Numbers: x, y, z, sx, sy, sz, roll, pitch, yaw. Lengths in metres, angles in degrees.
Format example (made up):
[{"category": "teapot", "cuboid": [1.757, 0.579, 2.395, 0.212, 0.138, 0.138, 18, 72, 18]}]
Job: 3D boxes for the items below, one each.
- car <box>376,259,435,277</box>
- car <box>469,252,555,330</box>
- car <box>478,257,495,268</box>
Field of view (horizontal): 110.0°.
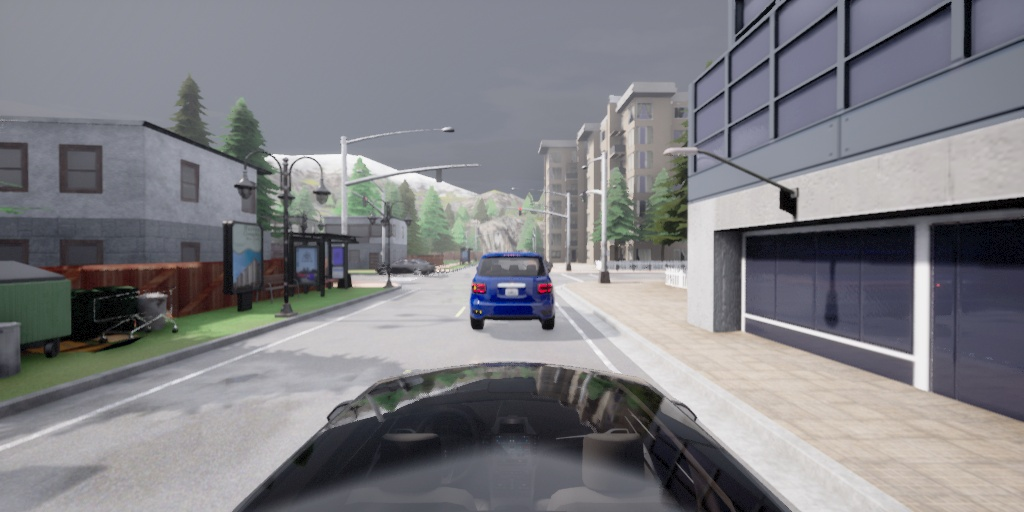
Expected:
[{"category": "car", "cuboid": [-8.967, 0.982, 30.404, 4.902, 1.511, 2.128, 0, 0, 7]}, {"category": "car", "cuboid": [0.050, 0.894, 10.933, 2.150, 2.045, 5.566, 0, 1, 1]}, {"category": "car", "cuboid": [-3.591, 0.878, 51.068, 2.033, 1.411, 5.357, 0, 1, 0]}]
